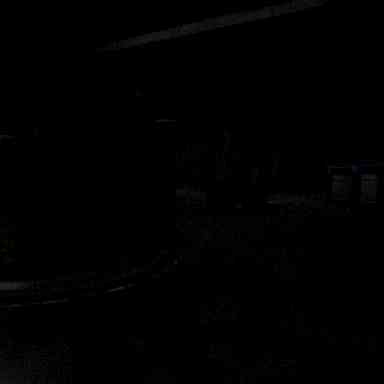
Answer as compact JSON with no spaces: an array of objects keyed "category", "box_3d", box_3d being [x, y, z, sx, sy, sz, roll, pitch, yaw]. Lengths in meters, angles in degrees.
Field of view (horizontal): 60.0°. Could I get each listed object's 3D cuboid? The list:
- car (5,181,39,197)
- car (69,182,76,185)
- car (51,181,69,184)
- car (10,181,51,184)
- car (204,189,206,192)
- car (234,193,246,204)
[{"category":"car","box_3d":[-21.750,-0.462,42.425,4.605,1.855,1.932,2,2,35]},{"category":"car","box_3d":[-25.420,-1.282,68.066,4.605,1.855,1.932,2,2,35]},{"category":"car","box_3d":[-26.759,-1.255,65.454,3.866,1.878,1.905,2,2,35]},{"category":"car","box_3d":[-17.219,-0.177,35.207,3.866,1.878,1.905,2,2,35]},{"category":"car","box_3d":[4.905,-0.325,65.594,5.027,1.636,2.152,2,2,35]},{"category":"car","box_3d":[6.348,0.738,39.203,1.895,1.301,4.718,2,2,36]}]
